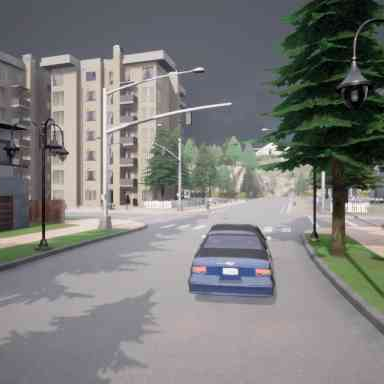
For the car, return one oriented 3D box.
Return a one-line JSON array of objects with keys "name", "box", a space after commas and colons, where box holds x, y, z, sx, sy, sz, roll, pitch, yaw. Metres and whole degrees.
[{"name": "car", "box": [1.127, 1.547, 8.766, 2.033, 1.411, 5.357, 0, 0, 9]}]
